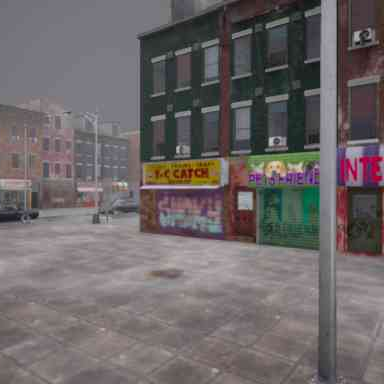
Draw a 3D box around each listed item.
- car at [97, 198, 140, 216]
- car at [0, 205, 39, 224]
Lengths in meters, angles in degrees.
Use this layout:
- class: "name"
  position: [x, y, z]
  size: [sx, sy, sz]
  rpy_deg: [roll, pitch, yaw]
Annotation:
- class: "car"
  position: [-6.601, 1.386, 31.153]
  size: [1.837, 1.490, 4.892]
  rpy_deg: [0, 1, 35]
- class: "car"
  position: [-12.934, 1.540, 22.265]
  size: [1.895, 1.301, 4.718]
  rpy_deg: [0, 0, 35]
